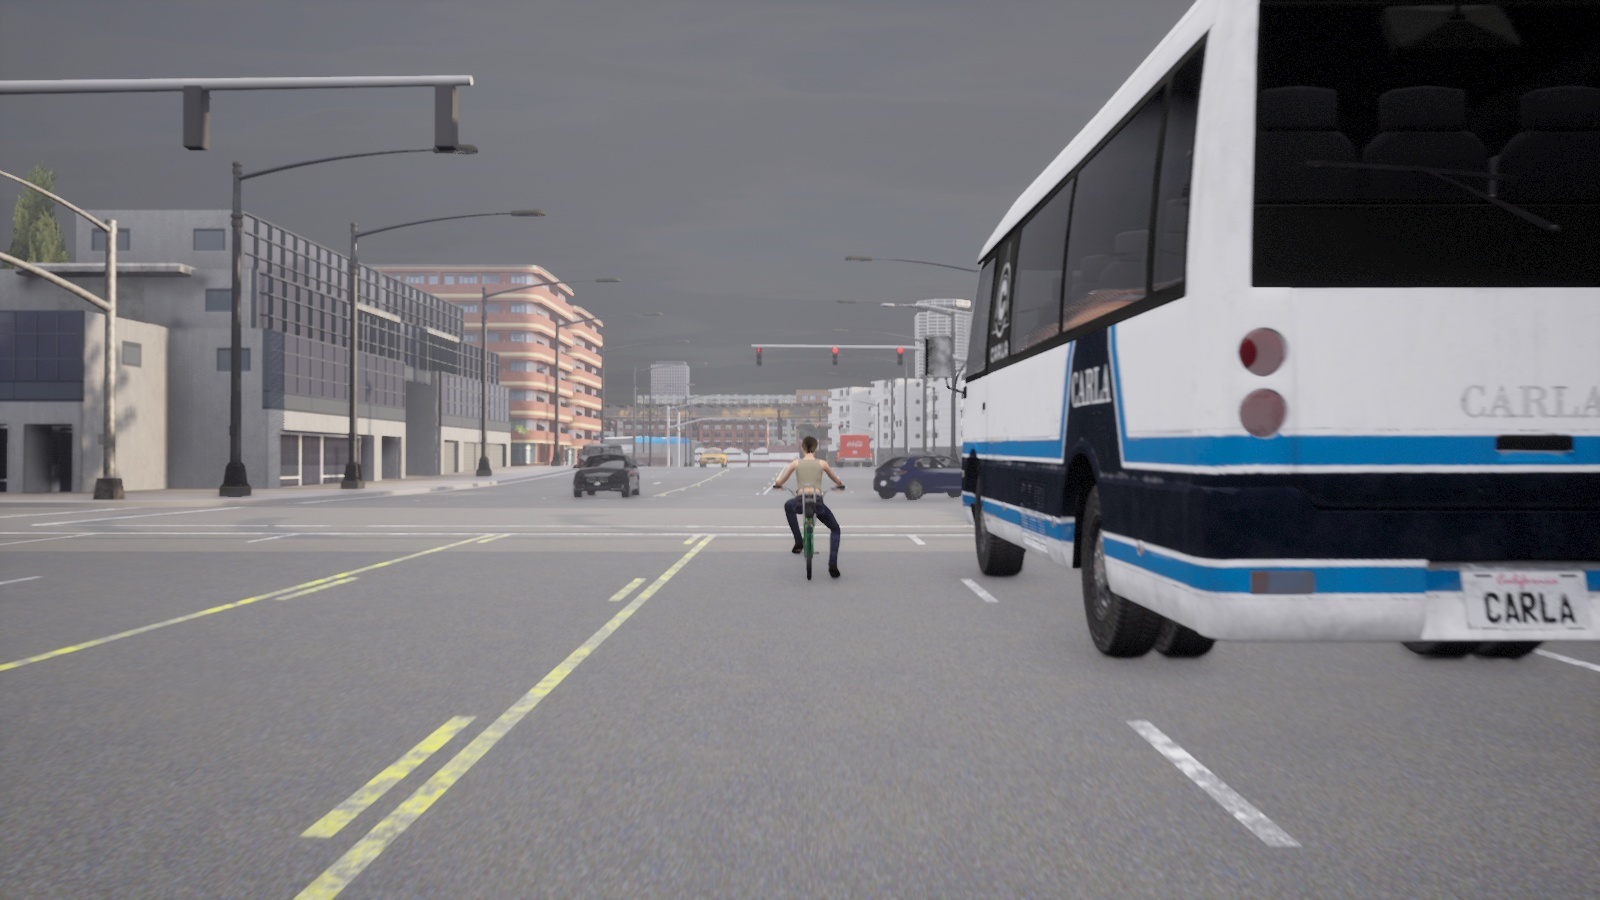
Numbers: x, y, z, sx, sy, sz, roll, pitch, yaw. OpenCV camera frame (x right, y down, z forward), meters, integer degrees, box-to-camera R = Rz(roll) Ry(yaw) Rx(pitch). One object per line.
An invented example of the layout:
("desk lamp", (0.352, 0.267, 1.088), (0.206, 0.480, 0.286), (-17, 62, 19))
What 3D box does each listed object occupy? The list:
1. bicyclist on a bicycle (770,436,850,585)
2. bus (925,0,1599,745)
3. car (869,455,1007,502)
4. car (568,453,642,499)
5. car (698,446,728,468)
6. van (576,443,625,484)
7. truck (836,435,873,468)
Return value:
("bicyclist on a bicycle", (0.104, 0.651, 14.370), (0.866, 1.612, 1.509), (0, 0, 0))
("bus", (3.617, -0.651, 11.495), (3.944, 4.253, 10.273), (0, 0, 0))
("car", (4.505, 0.899, 40.843), (4.193, 1.474, 1.816), (0, 0, -30))
("car", (-6.703, 0.879, 43.630), (1.837, 1.490, 4.892), (0, 0, -1))
("car", (-6.448, 0.503, 93.616), (1.801, 1.575, 5.366), (0, 0, 0))
("van", (-10.119, 0.641, 63.917), (1.775, 1.987, 4.442), (0, 0, 0))
("truck", (4.061, 0.119, 94.937), (2.627, 2.467, 5.204), (0, 0, 0))
